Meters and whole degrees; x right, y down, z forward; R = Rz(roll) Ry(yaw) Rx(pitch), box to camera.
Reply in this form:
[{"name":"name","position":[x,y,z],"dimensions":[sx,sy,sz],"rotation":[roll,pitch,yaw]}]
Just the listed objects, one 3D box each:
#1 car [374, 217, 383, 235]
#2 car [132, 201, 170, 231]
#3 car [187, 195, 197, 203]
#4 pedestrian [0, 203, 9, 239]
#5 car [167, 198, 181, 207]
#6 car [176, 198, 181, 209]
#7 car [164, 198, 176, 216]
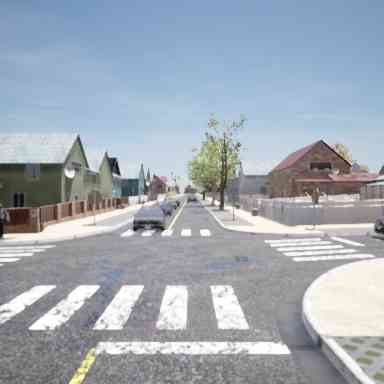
[{"name":"car","position":[10.349,1.213,14.105],"dimensions":[4.892,1.490,1.837],"rotation":[-2,-1,0]},{"name":"car","position":[-2.570,1.542,20.701],"dimensions":[2.033,1.411,5.357],"rotation":[0,0,-4]},{"name":"car","position":[0.077,1.317,68.984],"dimensions":[2.097,1.767,4.553],"rotation":[0,0,0]},{"name":"pedestrian","position":[-9.697,1.455,16.893],"dimensions":[0.375,1.860,0.375],"rotation":[0,0,0]},{"name":"car","position":[-2.828,1.579,53.092],"dimensions":[1.895,1.301,4.718],"rotation":[0,0,0]},{"name":"car","position":[-2.855,1.478,42.769],"dimensions":[2.128,1.511,4.902],"rotation":[0,0,0]},{"name":"car","position":[-2.859,1.555,31.721],"dimensions":[1.994,1.385,4.181],"rotation":[0,0,0]}]
